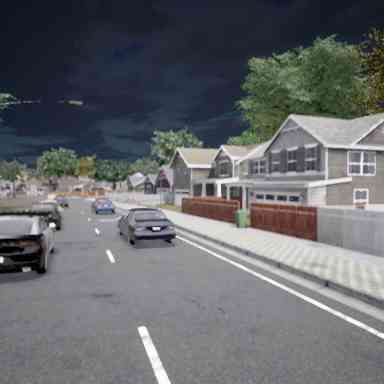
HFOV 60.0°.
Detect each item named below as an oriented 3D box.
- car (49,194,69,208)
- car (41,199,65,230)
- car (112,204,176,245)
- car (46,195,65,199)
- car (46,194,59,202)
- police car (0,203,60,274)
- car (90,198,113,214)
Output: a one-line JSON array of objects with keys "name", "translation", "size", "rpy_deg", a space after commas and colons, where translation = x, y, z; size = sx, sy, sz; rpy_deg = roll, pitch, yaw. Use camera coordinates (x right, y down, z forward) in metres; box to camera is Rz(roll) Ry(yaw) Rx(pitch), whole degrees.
[{"name": "car", "translation": [-16.862, 1.260, 42.576], "size": [2.033, 1.411, 5.357], "rpy_deg": [0, 1, -24]}, {"name": "car", "translation": [-8.653, 1.395, 19.533], "size": [1.837, 1.490, 4.892], "rpy_deg": [0, 0, -20]}, {"name": "car", "translation": [-2.236, 1.466, 15.355], "size": [2.033, 1.411, 5.357], "rpy_deg": [0, 0, -19]}, {"name": "car", "translation": [-10.850, 1.302, 25.332], "size": [1.801, 1.575, 5.366], "rpy_deg": [0, 0, -21]}, {"name": "car", "translation": [-25.844, 1.073, 61.495], "size": [1.812, 1.442, 4.674], "rpy_deg": [0, 1, -27]}, {"name": "police car", "translation": [-5.343, 1.374, 10.194], "size": [1.930, 1.638, 5.238], "rpy_deg": [0, 0, -19]}, {"name": "car", "translation": [-8.827, 1.336, 32.746], "size": [2.033, 1.411, 5.357], "rpy_deg": [0, 0, -22]}]
